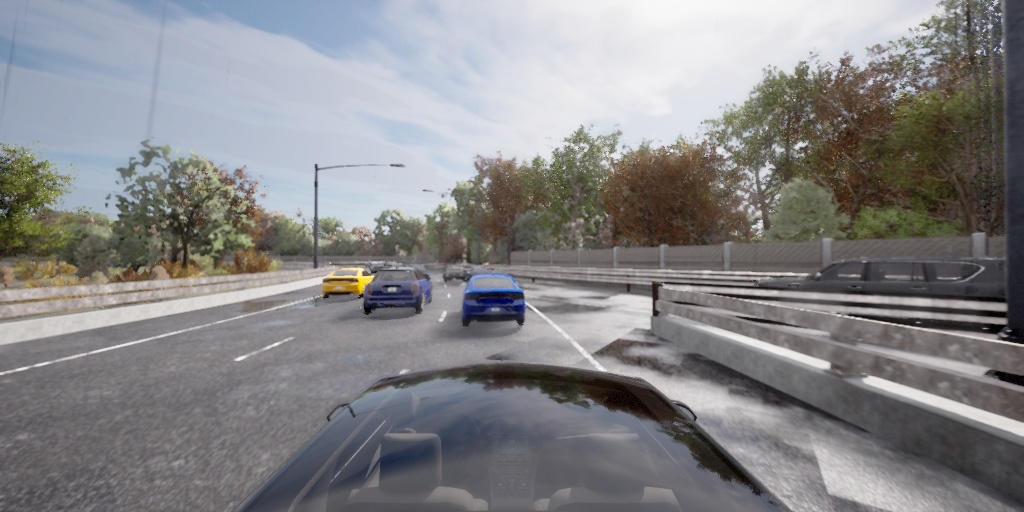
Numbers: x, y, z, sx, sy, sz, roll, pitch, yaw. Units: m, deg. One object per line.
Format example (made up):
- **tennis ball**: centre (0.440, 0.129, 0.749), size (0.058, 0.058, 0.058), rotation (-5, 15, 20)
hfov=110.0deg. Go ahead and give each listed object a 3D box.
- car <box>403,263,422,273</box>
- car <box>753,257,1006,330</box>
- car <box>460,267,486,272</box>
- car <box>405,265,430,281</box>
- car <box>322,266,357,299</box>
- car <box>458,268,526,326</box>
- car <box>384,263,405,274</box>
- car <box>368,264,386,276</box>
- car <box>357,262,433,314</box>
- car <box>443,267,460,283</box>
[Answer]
- **car**: centre (-16.240, 1.932, 58.472), size (1.994, 1.385, 4.181), rotation (0, -1, -31)
- **car**: centre (9.944, 1.042, 10.094), size (2.150, 2.045, 5.566), rotation (0, -1, -39)
- **car**: centre (-2.898, 1.628, 30.955), size (1.994, 1.385, 4.181), rotation (1, -1, -17)
- **car**: centre (-9.735, 1.678, 36.695), size (2.033, 1.411, 5.357), rotation (0, -1, -19)
- **car**: centre (-8.869, 1.428, 19.910), size (1.882, 1.535, 5.008), rotation (0, -1, -10)
- **car**: centre (-0.718, 1.341, 12.321), size (1.882, 1.535, 5.008), rotation (0, 0, -6)
- **car**: centre (-18.125, 1.881, 55.044), size (2.033, 1.411, 5.357), rotation (0, -1, -30)
- **car**: centre (-17.185, 1.736, 45.518), size (1.837, 1.490, 4.892), rotation (1, -1, -25)
- **car**: centre (-4.530, 1.246, 14.867), size (2.097, 1.767, 4.553), rotation (0, -1, -7)
- **car**: centre (-5.212, 1.685, 32.709), size (1.895, 1.301, 4.718), rotation (-1, 0, -8)
